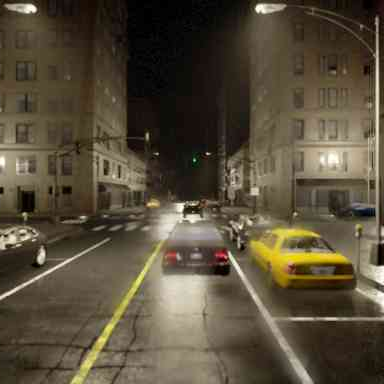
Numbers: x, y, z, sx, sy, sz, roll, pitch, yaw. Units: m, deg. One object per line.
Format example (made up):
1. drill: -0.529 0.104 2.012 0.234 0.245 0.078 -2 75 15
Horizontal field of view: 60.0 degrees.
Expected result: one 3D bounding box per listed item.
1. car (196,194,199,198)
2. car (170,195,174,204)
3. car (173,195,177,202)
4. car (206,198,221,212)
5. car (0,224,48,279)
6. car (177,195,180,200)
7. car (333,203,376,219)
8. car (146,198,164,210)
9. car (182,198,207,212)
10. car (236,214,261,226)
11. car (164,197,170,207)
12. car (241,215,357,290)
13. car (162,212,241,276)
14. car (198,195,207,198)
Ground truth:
1. car: 2.660 1.663 75.251 2.192 1.841 5.009 0 0 0
2. car: -5.366 1.873 69.567 2.008 1.369 4.403 0 0 0
3. car: -5.363 1.813 80.929 1.967 1.590 4.097 0 0 0
4. car: 2.649 1.745 41.159 2.008 1.369 4.403 0 0 0
5. car: -5.388 1.593 8.879 2.008 1.369 4.403 0 0 0
6. car: -5.359 1.738 92.292 2.192 1.841 5.009 0 0 0
7. car: 14.525 1.612 28.920 4.181 1.385 1.994 0 0 0
8. car: -5.374 1.745 46.672 1.752 1.417 4.829 0 0 0
9. car: 0.107 1.639 32.768 2.128 1.511 4.902 0 0 0
10. car: 2.643 1.619 14.284 2.008 1.369 4.403 0 0 0
11. car: -5.370 1.838 58.204 1.947 1.339 4.313 0 0 0
12. car: 2.646 1.569 9.047 1.752 1.417 4.829 0 0 0
13. car: 0.104 1.597 10.478 2.033 1.411 5.357 0 0 0
14. car: 2.657 1.738 63.886 1.967 1.590 4.097 0 0 0
